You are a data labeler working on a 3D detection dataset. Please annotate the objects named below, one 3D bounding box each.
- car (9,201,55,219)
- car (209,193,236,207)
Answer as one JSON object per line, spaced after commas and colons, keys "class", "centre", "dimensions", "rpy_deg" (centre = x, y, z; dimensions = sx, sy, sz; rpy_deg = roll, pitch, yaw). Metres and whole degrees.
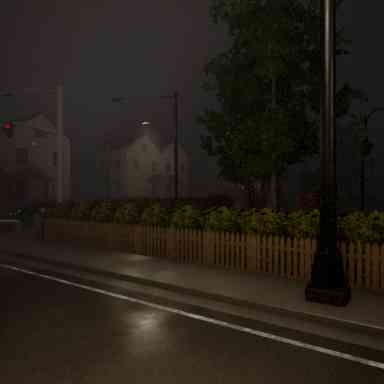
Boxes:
{"class": "car", "centre": [-13.607, 1.526, 29.386], "dimensions": [1.812, 1.442, 4.674], "rpy_deg": [0, 0, 35]}
{"class": "car", "centre": [4.354, 1.221, 48.768], "dimensions": [2.150, 2.045, 5.566], "rpy_deg": [0, 0, 35]}
